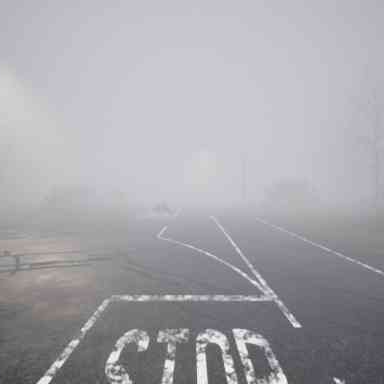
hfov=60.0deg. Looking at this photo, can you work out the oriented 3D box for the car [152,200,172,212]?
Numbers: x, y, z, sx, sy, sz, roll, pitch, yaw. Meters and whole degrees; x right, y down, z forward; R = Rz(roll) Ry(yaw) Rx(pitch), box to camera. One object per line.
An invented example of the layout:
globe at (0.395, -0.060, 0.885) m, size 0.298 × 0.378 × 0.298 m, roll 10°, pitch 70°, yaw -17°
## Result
car at (-3.364, 1.575, 37.820) m, size 1.895 × 1.301 × 4.718 m, roll 0°, pitch 0°, yaw 0°
